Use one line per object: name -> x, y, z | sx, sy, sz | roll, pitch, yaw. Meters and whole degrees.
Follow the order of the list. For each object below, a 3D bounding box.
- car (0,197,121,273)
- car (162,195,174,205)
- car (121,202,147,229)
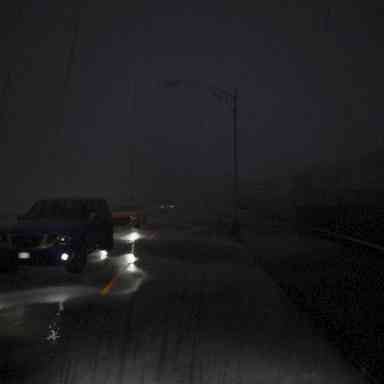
car -> -4.104, 1.199, 10.895 | 2.150, 2.045, 5.566 | 0, 0, 0
car -> -4.056, 1.268, 57.258 | 1.882, 1.535, 5.008 | 0, 0, 0
car -> -4.075, 1.430, 21.538 | 1.882, 1.535, 5.008 | 0, 0, 0
